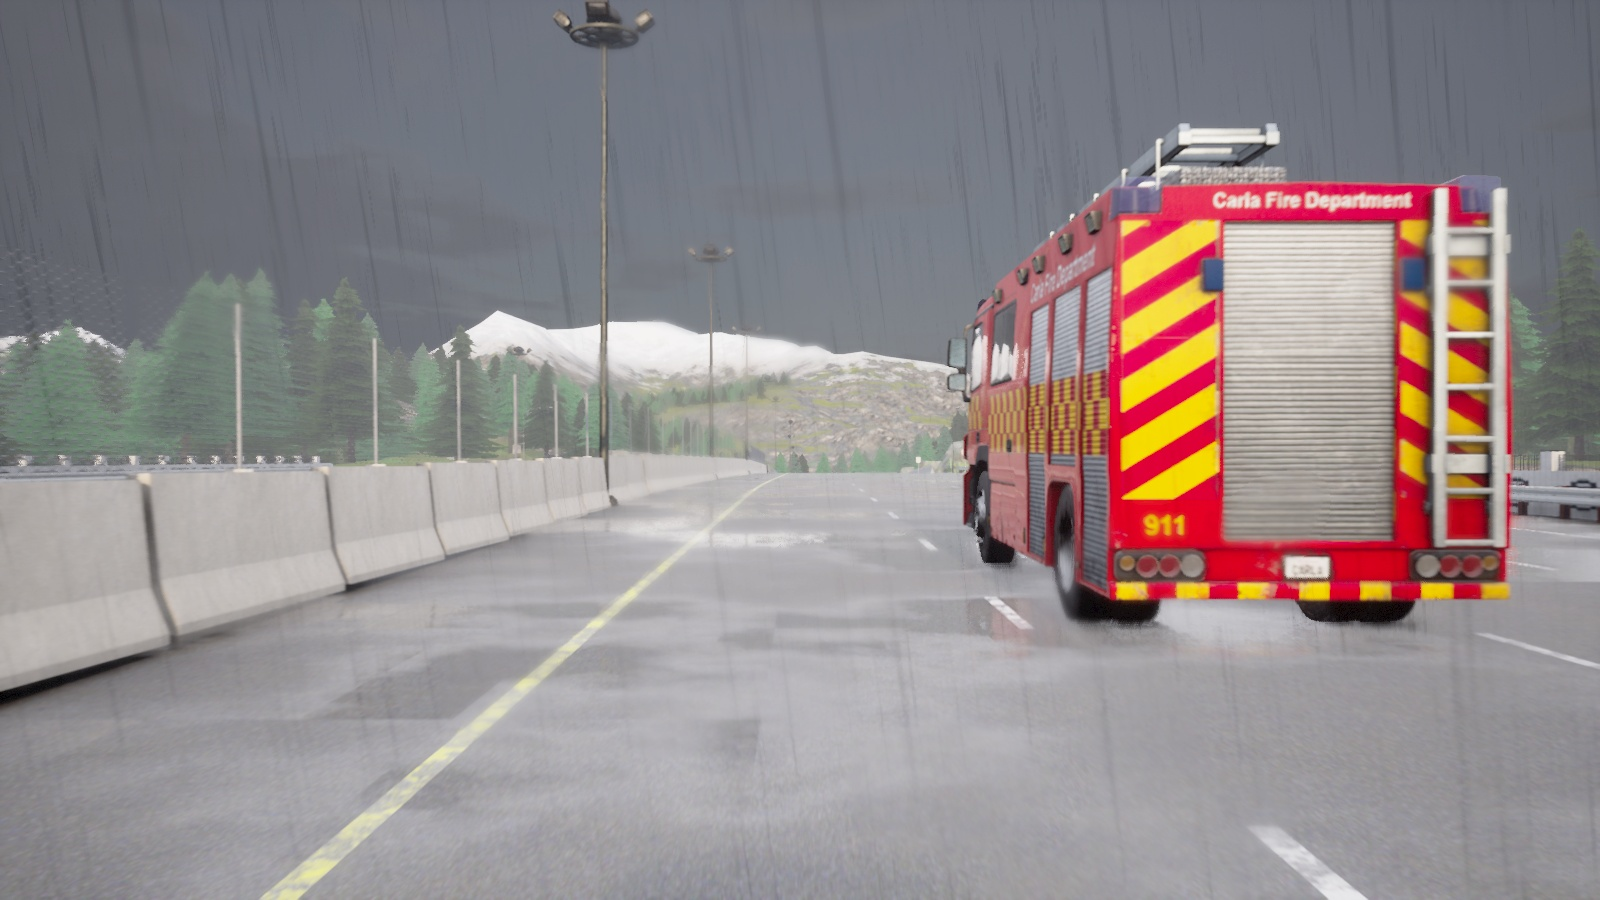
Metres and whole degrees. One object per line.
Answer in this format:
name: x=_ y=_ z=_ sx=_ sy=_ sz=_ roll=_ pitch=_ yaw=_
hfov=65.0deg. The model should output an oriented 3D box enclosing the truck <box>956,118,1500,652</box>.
truck: x=3.595 y=-0.488 z=13.251 sx=2.891 sy=3.827 sz=8.468 roll=0 pitch=0 yaw=0
